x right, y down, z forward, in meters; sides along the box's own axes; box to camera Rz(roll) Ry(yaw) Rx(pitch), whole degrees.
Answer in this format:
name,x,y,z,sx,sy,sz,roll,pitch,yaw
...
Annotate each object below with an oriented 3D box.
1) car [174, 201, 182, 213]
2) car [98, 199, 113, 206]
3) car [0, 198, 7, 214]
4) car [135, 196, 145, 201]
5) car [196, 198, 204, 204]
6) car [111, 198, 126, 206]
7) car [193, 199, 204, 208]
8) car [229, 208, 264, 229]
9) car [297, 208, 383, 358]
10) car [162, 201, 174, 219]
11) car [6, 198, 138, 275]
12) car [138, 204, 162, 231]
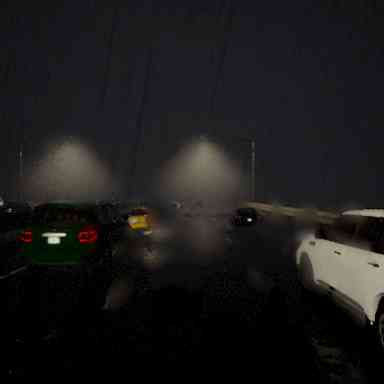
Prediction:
name,x,y,z,sx,sy,sz,roll,pitch,yaw
car,-2.912,1.973,43.915,2.128,1.511,4.902,0,-1,1
car,-19.345,2.252,74.766,1.882,1.535,5.008,0,-1,2
car,-17.270,1.685,31.970,2.097,1.767,4.553,0,-1,1
car,-12.255,1.964,76.632,2.150,2.045,5.566,0,-1,2
car,2.178,2.396,86.511,2.033,1.411,5.357,0,-1,3
car,-15.942,2.140,72.422,2.097,1.767,4.553,0,-1,2
car,1.207,2.214,63.942,2.128,1.511,4.902,0,-1,2
car,3.789,1.817,23.709,1.994,1.385,4.181,0,-1,1
car,3.619,1.283,5.775,2.150,2.045,5.566,0,-1,0
car,-3.164,1.879,32.950,1.812,1.442,4.674,0,-1,1
car,-3.458,1.335,11.051,2.150,2.045,5.566,0,-1,0
car,-3.343,1.689,22.176,1.801,1.575,5.366,0,-1,1
